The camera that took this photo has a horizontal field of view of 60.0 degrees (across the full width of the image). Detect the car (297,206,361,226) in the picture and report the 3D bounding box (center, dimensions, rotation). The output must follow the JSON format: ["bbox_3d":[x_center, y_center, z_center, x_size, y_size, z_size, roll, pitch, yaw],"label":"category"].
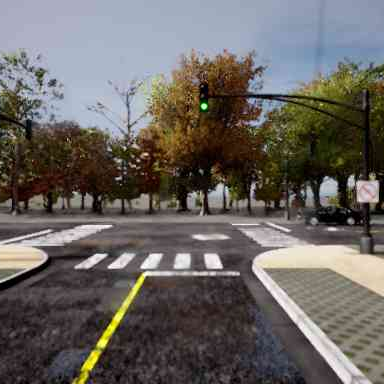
[{"bbox_3d":[10.945,1.899,26.748,4.892,1.490,1.837,0,-1,0],"label":"car"}]
